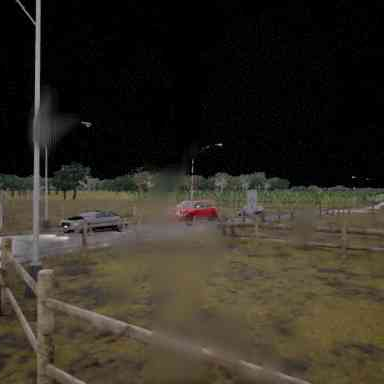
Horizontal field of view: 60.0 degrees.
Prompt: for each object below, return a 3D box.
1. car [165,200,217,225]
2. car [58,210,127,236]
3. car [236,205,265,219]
[{"bbox_3d":[0.090,1.718,29.024,2.150,2.045,5.566,1,-1,36],"label":"car"},{"bbox_3d":[-5.980,1.830,20.402,1.994,1.385,4.181,1,-1,35],"label":"car"},{"bbox_3d":[6.914,2.288,38.722,1.837,1.490,4.892,1,-1,35],"label":"car"}]
